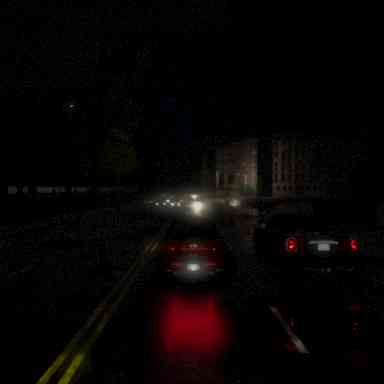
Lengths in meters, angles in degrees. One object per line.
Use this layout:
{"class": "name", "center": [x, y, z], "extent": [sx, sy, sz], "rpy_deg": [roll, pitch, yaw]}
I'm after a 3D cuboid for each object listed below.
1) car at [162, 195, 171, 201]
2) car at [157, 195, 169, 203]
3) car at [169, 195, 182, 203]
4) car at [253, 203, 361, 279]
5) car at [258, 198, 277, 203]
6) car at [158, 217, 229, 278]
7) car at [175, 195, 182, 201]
{"class": "car", "center": [-6.927, 1.555, 90.707], "extent": [2.128, 1.511, 4.902], "rpy_deg": [0, 0, 0]}
{"class": "car", "center": [-6.854, 1.622, 74.880], "extent": [1.882, 1.535, 5.008], "rpy_deg": [0, 0, 0]}
{"class": "car", "center": [-3.604, 1.748, 74.866], "extent": [1.895, 1.301, 4.718], "rpy_deg": [0, 0, 0]}
{"class": "car", "center": [3.281, 1.403, 10.418], "extent": [2.097, 1.767, 4.553], "rpy_deg": [0, 0, 0]}
{"class": "car", "center": [11.063, 1.659, 48.559], "extent": [1.812, 1.442, 4.674], "rpy_deg": [1, 1, 33]}
{"class": "car", "center": [0.033, 1.547, 10.312], "extent": [1.837, 1.490, 4.892], "rpy_deg": [0, 0, 0]}
{"class": "car", "center": [-3.677, 1.517, 90.722], "extent": [1.882, 1.535, 5.008], "rpy_deg": [0, 0, 0]}
